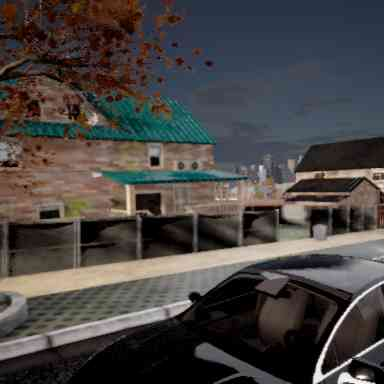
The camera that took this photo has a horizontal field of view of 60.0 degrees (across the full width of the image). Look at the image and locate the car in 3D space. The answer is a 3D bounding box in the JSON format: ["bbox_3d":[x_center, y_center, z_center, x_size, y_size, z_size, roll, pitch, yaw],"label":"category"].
[{"bbox_3d":[1.188,1.510,3.430,4.892,1.490,1.837,0,0,-36],"label":"car"}]
